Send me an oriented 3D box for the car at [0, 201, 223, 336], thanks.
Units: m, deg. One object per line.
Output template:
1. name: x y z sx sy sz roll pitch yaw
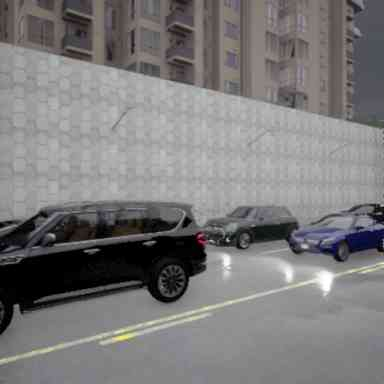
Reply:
1. car: -2.251 1.221 6.680 5.566 2.045 2.150 0 0 -35

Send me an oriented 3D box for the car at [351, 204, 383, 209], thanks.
1. car: 10.583 1.500 20.126 4.892 1.490 1.837 0 0 -35

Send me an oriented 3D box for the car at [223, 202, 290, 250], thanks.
1. car: 2.585 1.350 14.431 4.553 1.767 2.097 0 0 -36

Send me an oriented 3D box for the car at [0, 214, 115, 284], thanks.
1. car: -4.798 1.505 9.167 4.892 1.490 1.837 0 0 -36

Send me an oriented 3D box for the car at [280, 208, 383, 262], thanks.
1. car: 5.598 1.523 12.279 4.674 1.442 1.812 0 0 -36
